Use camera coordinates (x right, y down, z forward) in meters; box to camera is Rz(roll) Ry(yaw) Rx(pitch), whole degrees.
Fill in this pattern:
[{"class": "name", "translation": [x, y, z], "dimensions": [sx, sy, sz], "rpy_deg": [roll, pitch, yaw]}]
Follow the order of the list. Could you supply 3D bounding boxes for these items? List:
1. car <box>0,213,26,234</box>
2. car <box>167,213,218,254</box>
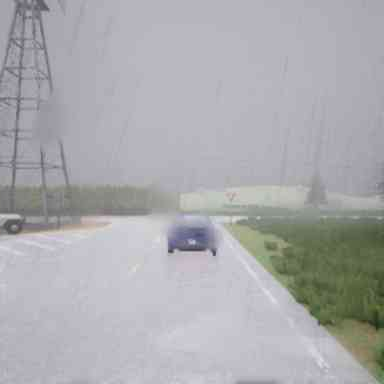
[{"class": "car", "translation": [-11.899, 1.574, 19.453], "dimensions": [3.866, 1.878, 1.905], "rpy_deg": [0, -1, -31]}, {"class": "car", "translation": [0.027, 1.636, 14.211], "dimensions": [1.882, 1.535, 5.008], "rpy_deg": [0, 0, 0]}]
